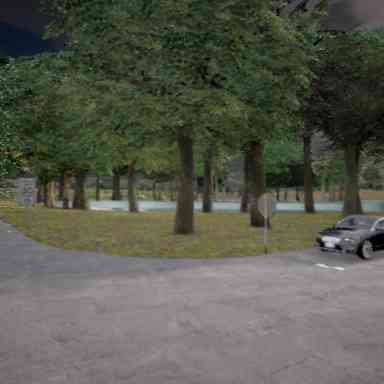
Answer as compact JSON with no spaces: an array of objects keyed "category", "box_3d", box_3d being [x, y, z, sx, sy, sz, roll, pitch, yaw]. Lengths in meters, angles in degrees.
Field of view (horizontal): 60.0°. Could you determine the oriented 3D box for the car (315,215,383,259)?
[{"category":"car","box_3d":[7.073,1.714,13.612,4.902,1.511,2.128,1,0,-34]}]
